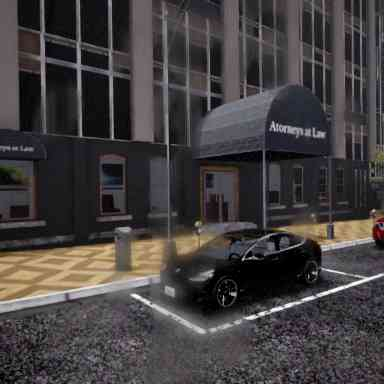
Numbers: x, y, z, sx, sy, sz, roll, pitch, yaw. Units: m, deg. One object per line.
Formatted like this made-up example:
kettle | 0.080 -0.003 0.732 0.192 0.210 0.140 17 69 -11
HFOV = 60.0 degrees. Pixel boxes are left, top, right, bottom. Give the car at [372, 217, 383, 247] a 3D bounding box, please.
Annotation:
car | 9.590 1.310 13.988 5.009 1.841 2.192 0 -1 -37

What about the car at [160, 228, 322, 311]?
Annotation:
car | 1.309 1.564 7.792 4.313 1.339 1.947 0 -1 -37
